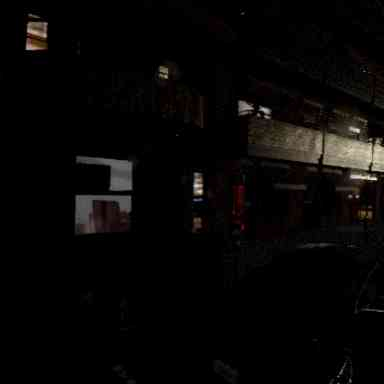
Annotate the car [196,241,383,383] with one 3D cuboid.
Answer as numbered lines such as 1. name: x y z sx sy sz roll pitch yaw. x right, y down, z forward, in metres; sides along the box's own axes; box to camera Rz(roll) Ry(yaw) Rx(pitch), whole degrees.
1. car: 2.041 1.493 4.839 4.313 1.339 1.947 0 2 -40
